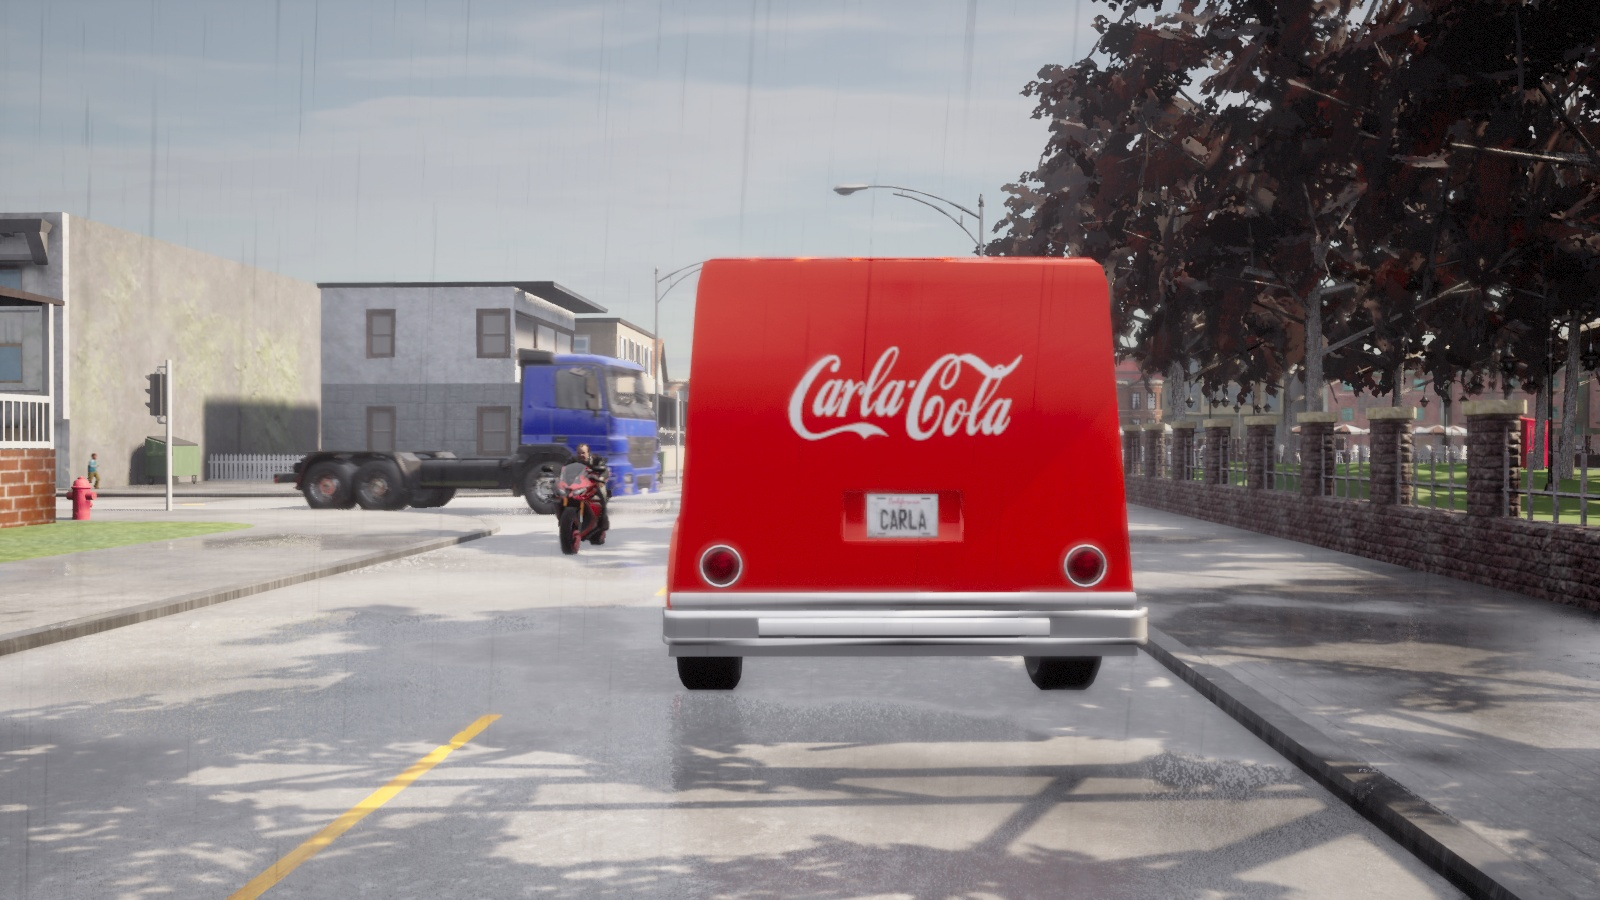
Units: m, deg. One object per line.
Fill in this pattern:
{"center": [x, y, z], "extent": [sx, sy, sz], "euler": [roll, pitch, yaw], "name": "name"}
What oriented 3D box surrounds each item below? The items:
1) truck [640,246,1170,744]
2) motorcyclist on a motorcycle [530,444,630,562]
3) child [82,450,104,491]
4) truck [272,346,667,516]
{"center": [0.519, 0.210, 8.828], "extent": [2.627, 2.467, 5.204], "euler": [0, 0, 0], "name": "truck"}
{"center": [-3.019, 0.680, 17.471], "extent": [0.866, 1.530, 2.191], "euler": [0, 0, 4], "name": "motorcyclist on a motorcycle"}
{"center": [-20.808, 0.611, 36.963], "extent": [0.448, 1.192, 0.343], "euler": [0, 0, 10], "name": "child"}
{"center": [-7.170, -0.397, 27.662], "extent": [7.936, 3.462, 2.891], "euler": [0, 0, 10], "name": "truck"}
